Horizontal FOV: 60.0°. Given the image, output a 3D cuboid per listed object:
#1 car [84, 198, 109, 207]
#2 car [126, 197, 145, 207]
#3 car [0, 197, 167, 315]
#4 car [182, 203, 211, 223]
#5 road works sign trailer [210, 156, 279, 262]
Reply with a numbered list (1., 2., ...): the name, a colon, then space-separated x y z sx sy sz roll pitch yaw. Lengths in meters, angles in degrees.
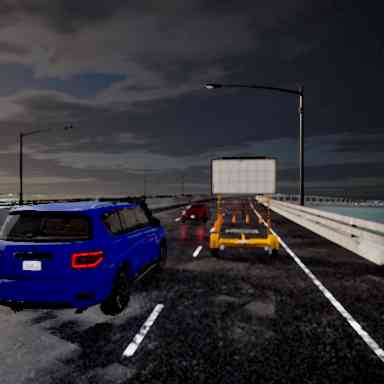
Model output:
1. car: -16.392 1.713 57.326 2.033 1.411 5.357 0 0 9
2. car: -9.471 1.679 56.330 1.812 1.442 4.674 0 0 9
3. car: -2.125 1.245 7.845 2.150 2.045 5.566 0 0 8
4. car: 0.386 1.592 25.927 1.812 1.442 4.674 0 0 8
5. road works sign trailer: 1.920 0.495 12.413 2.380 3.560 2.880 0 0 8
